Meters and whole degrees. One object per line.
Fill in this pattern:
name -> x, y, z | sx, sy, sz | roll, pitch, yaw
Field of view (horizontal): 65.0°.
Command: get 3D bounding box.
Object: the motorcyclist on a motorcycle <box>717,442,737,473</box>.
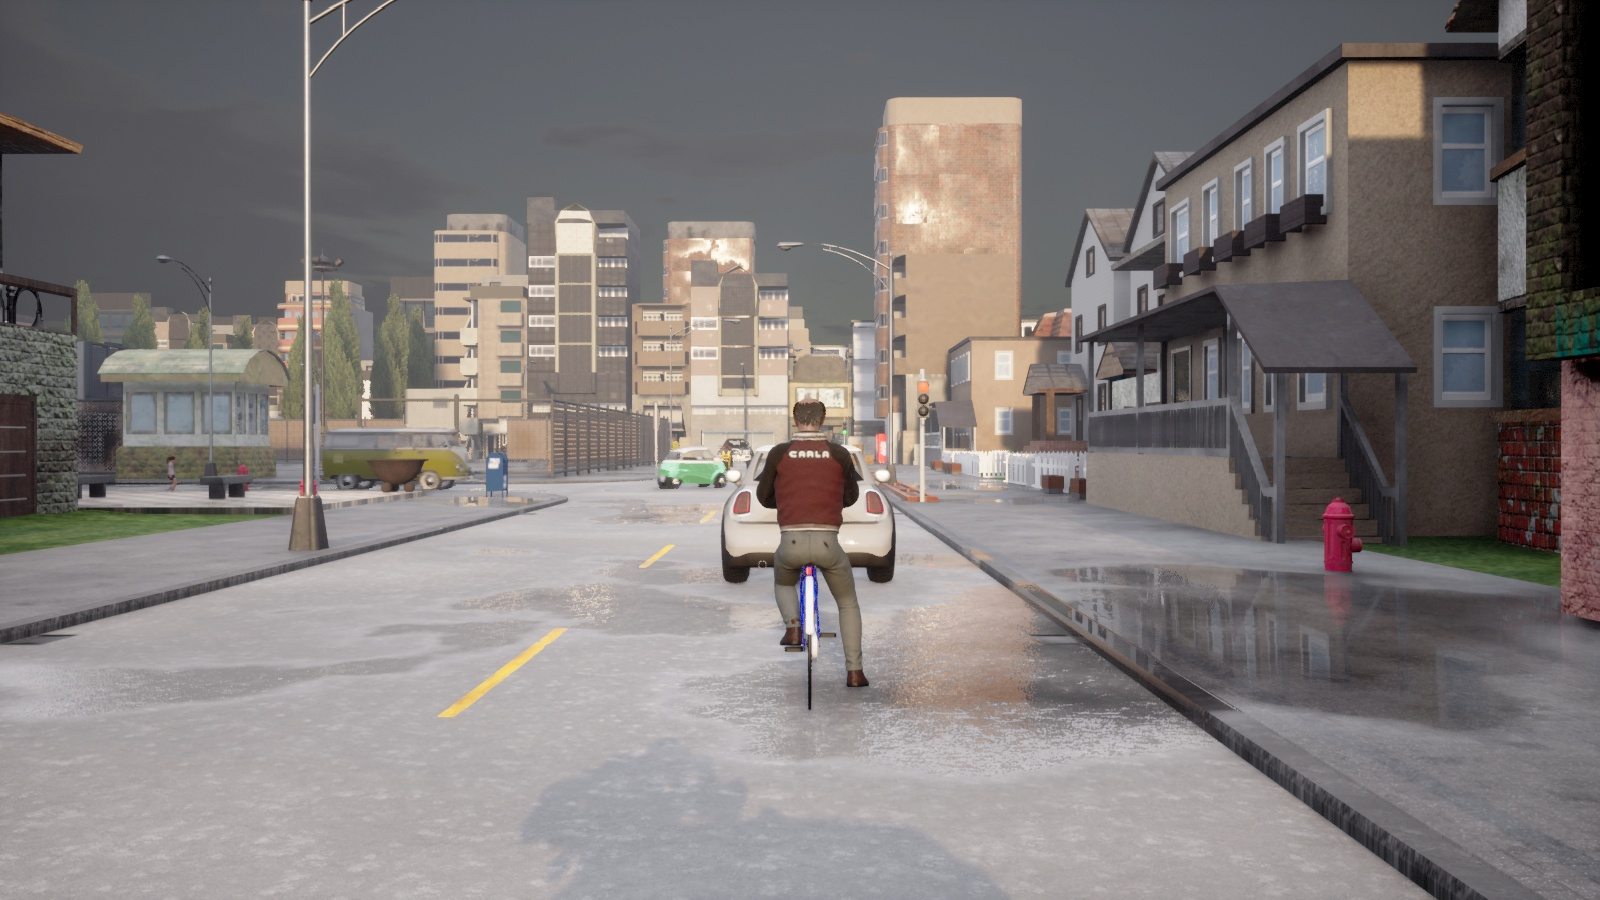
motorcyclist on a motorcycle -> -3.636, 0.372, 62.667 | 0.797, 1.523, 2.044 | 0, 0, 2

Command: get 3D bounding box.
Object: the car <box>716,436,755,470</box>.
car -> -3.610, 0.161, 70.722 | 1.932, 1.855, 4.605 | 0, 0, 1

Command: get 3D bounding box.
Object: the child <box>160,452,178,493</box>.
child -> -17.454, 0.619, 34.744 | 0.394, 1.110, 0.255 | 0, 0, -36

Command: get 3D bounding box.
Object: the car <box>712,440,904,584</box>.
car -> 0.093, 0.628, 14.787 | 1.970, 1.475, 3.806 | 0, 0, 0

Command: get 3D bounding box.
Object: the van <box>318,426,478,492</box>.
van -> -12.492, 0.268, 39.198 | 4.442, 1.987, 1.775 | 0, 0, 0

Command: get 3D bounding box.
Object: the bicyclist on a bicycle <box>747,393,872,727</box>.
bicyclist on a bicycle -> 0.056, 0.574, 7.591 | 0.659, 1.776, 1.843 | 0, 1, 0

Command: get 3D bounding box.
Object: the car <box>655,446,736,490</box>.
car -> -3.424, 0.567, 40.979 | 2.207, 1.376, 1.481 | -1, 1, -31
